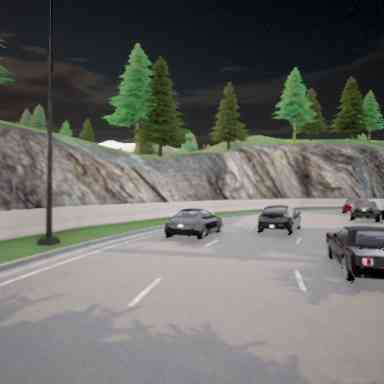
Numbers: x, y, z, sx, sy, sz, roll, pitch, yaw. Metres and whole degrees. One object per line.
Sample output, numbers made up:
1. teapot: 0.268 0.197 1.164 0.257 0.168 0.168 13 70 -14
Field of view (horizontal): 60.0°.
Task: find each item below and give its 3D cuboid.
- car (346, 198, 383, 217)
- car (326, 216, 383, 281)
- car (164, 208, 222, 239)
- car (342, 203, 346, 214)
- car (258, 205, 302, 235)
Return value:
1. car: 14.609 1.433 27.241 2.097 1.767 4.553 1 0 40
2. car: 5.118 1.629 9.600 1.895 1.301 4.718 0 0 14
3. car: 0.188 1.536 17.257 1.994 1.385 4.181 0 0 21
4. car: 17.810 1.448 35.128 4.553 1.767 2.097 0 0 -40
5. car: 5.161 1.517 19.347 1.837 1.490 4.892 0 0 25
